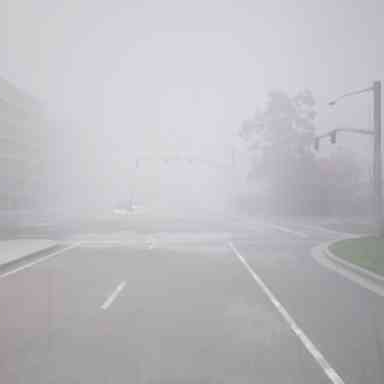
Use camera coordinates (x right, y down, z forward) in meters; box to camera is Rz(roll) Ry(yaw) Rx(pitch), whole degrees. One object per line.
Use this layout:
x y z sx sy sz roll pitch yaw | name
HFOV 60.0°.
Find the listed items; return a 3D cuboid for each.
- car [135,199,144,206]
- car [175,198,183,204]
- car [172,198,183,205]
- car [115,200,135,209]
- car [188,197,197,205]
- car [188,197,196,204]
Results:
-11.451 2.274 71.053 1.994 1.385 4.181 0 -1 0 | car
-3.441 2.321 85.921 1.882 1.535 5.008 0 -1 0 | car
-3.448 2.295 75.921 1.812 1.442 4.674 0 -1 0 | car
-11.515 2.053 55.397 2.128 1.511 4.902 0 -1 1 | car
0.052 2.268 75.502 1.837 1.490 4.892 0 -1 0 | car
0.059 2.198 85.890 2.097 1.767 4.553 0 -1 0 | car
